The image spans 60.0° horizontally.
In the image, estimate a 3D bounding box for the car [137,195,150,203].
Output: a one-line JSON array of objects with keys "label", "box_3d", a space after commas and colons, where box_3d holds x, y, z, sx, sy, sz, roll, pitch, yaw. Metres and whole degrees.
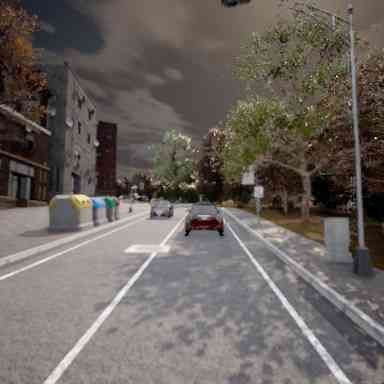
[{"label": "car", "box_3d": [-10.198, 1.497, 70.149, 2.128, 1.511, 4.902, 3, -1, -27]}]

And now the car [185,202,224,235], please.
[{"label": "car", "box_3d": [0.716, 1.419, 19.596, 2.097, 1.767, 4.553, 0, 0, 2]}]

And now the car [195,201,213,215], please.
[{"label": "car", "box_3d": [1.280, 1.735, 37.436, 1.895, 1.301, 4.718, 0, 0, 1]}]

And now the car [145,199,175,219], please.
[{"label": "car", "box_3d": [-2.650, 1.597, 30.148, 2.128, 1.511, 4.902, 0, 0, 2]}]
